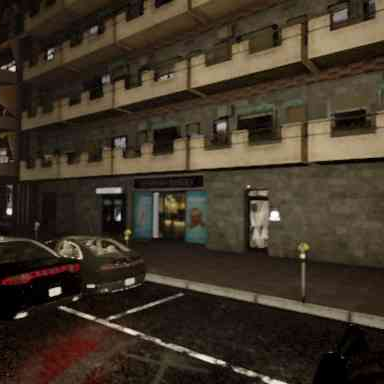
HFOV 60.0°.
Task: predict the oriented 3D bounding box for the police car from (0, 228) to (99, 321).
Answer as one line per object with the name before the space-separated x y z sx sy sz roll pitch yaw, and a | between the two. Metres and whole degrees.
police car | -4.776 1.646 7.364 5.238 1.638 1.930 -1 -2 29

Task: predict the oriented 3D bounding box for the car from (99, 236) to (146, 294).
car | -3.164 1.842 8.927 4.403 1.369 2.008 -1 -2 37

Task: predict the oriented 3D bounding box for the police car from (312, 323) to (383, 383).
police car | 3.378 1.529 1.736 5.238 1.638 1.930 -1 -3 37
